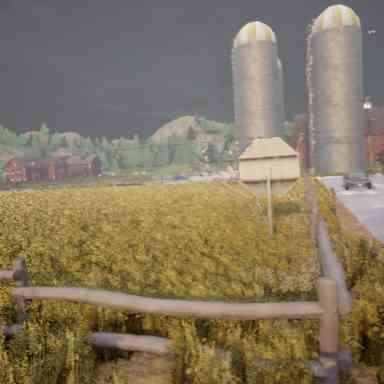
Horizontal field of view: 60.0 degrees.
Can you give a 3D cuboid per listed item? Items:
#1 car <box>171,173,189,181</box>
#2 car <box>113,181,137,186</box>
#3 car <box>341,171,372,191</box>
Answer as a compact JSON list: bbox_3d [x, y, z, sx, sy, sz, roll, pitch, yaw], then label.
[{"bbox_3d":[-2.979,-3.724,84.008,4.611,1.667,2.242,-2,4,18],"label":"car"},{"bbox_3d":[-10.149,-1.045,52.342,4.718,1.301,1.895,-2,4,19],"label":"car"},{"bbox_3d":[13.729,-1.037,27.938,1.812,1.442,4.674,-2,5,19],"label":"car"}]
